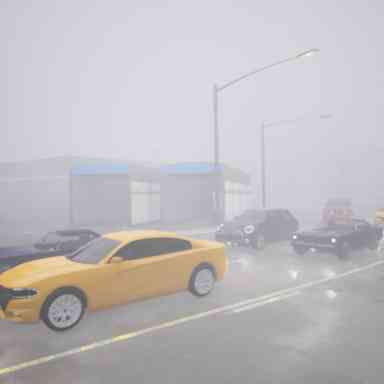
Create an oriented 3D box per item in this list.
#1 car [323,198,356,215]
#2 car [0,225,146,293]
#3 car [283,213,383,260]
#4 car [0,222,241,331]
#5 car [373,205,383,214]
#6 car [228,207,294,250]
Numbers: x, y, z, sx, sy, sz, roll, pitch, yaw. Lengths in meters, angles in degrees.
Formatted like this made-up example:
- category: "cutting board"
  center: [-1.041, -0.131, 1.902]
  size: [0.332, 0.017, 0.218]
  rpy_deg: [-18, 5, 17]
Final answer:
- category: "car"
  center: [12.061, 1.488, 27.232]
  size: [2.150, 2.045, 5.566]
  rpy_deg: [-1, -1, 26]
- category: "car"
  center: [-3.919, 1.817, 9.827]
  size: [4.718, 1.301, 1.895]
  rpy_deg: [0, -1, -37]
- category: "car"
  center: [5.861, 1.735, 13.266]
  size: [4.718, 1.301, 1.895]
  rpy_deg: [0, -1, -43]
- category: "car"
  center: [-1.431, 1.620, 7.373]
  size: [5.008, 1.535, 1.882]
  rpy_deg: [0, -1, -37]
- category: "car"
  center: [14.213, 1.664, 23.924]
  size: [1.882, 1.535, 5.008]
  rpy_deg: [-1, -1, 29]
- category: "car"
  center: [3.158, 1.561, 15.561]
  size: [4.553, 1.767, 2.097]
  rpy_deg: [0, -1, -44]
